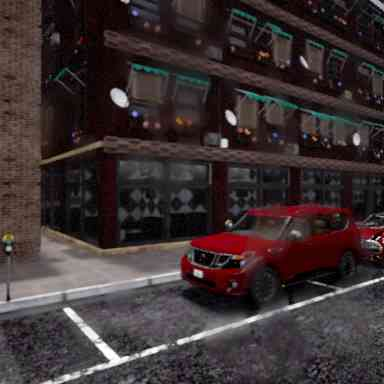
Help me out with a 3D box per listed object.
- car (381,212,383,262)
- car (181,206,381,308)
[{"bbox_3d":[6.764,1.428,11.381,4.097,1.590,1.967,0,0,-35],"label":"car"},{"bbox_3d":[2.176,1.309,8.108,5.009,1.841,2.192,0,0,-35],"label":"car"}]
